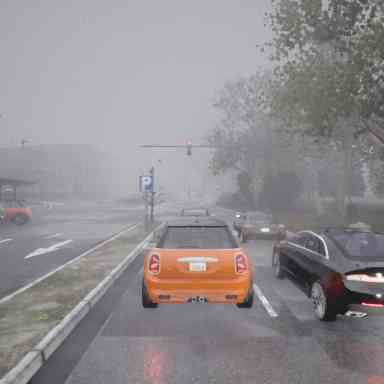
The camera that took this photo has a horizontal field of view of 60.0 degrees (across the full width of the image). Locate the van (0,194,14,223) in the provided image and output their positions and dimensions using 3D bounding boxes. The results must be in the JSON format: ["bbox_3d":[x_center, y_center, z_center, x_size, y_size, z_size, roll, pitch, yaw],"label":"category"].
[{"bbox_3d":[-13.623,1.296,20.211,4.442,1.987,1.878,-1,0,-20],"label":"van"}]

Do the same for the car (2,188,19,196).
[{"bbox_3d":[-28.216,0.136,51.849,2.002,1.452,4.674,6,-3,-19],"label":"car"}]

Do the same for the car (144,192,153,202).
[{"bbox_3d":[-10.863,1.314,63.990,5.366,1.575,1.946,-1,0,-15],"label":"car"}]

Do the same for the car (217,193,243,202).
[{"bbox_3d":[7.601,1.140,66.580,4.553,1.767,2.185,1,0,-14],"label":"car"}]

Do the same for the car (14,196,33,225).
[{"bbox_3d":[-13.650,1.402,23.189,4.553,1.767,2.185,-1,0,-19],"label":"car"}]

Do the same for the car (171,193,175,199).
[{"bbox_3d":[-8.089,1.063,87.941,5.566,2.045,2.435,-1,0,-12],"label":"car"}]

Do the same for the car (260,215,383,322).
[{"bbox_3d":[3.102,1.501,7.217,2.128,1.511,4.902,0,0,0],"label":"car"}]

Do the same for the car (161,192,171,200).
[{"bbox_3d":[-8.536,1.356,84.934,4.674,1.452,2.002,-1,0,-12],"label":"car"}]

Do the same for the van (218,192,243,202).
[{"bbox_3d":[7.221,1.041,63.610,4.442,1.987,1.878,1,0,-14],"label":"van"}]

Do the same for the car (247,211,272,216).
[{"bbox_3d":[3.144,1.587,16.129,1.994,1.385,4.181,0,0,1],"label":"car"}]

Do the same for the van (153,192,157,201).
[{"bbox_3d":[-10.310,1.092,69.983,4.442,1.987,1.878,-1,0,-14],"label":"van"}]

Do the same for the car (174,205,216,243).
[{"bbox_3d":[0.153,1.531,17.179,1.837,1.490,4.892,0,0,1],"label":"car"}]

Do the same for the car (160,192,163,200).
[{"bbox_3d":[-9.715,1.358,75.949,4.674,1.452,2.002,-1,0,-13],"label":"car"}]

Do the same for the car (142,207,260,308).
[{"bbox_3d":[0.104,1.363,8.094,2.097,1.767,4.553,0,0,0],"label":"car"}]

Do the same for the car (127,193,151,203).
[{"bbox_3d":[-10.772,1.195,66.942,4.553,1.767,2.185,-1,0,-14],"label":"car"}]

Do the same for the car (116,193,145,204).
[{"bbox_3d":[-11.504,1.357,60.997,4.792,1.488,2.163,-1,0,-15],"label":"car"}]

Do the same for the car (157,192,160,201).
[{"bbox_3d":[-10.085,1.320,72.954,4.892,1.521,2.231,-1,0,-14],"label":"car"}]

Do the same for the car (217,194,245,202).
[{"bbox_3d":[8.134,1.262,69.574,5.366,1.575,1.946,1,0,-13],"label":"car"}]
